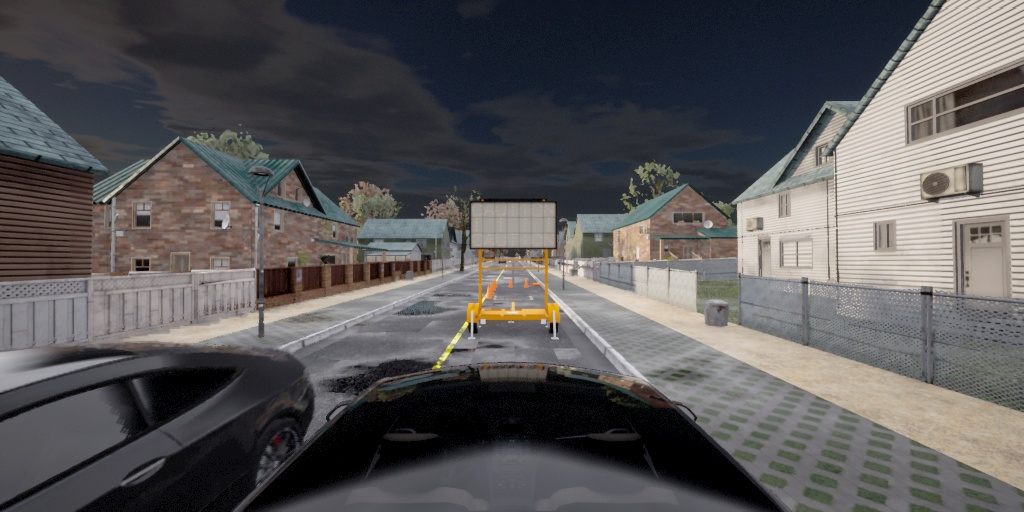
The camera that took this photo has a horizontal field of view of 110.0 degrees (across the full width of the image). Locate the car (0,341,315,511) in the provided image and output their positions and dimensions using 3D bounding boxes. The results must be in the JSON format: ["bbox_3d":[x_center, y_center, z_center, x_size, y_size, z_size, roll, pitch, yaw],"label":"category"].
[{"bbox_3d":[-2.746,1.275,1.560,1.812,1.442,4.674,0,0,0],"label":"car"}]

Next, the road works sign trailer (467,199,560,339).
[{"bbox_3d":[0.035,0.217,10.013,2.380,3.560,2.880,0,0,0],"label":"road works sign trailer"}]
